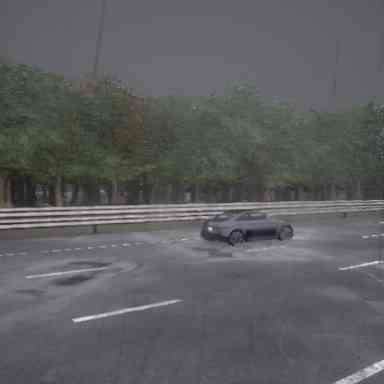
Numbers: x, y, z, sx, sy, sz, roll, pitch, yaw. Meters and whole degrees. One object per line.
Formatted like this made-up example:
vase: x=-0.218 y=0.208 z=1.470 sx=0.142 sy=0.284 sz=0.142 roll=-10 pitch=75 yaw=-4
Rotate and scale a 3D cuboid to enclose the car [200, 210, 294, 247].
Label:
car: x=2.446 y=1.468 z=14.506 sx=4.181 sy=1.385 sz=1.994 roll=0 pitch=0 yaw=-31
